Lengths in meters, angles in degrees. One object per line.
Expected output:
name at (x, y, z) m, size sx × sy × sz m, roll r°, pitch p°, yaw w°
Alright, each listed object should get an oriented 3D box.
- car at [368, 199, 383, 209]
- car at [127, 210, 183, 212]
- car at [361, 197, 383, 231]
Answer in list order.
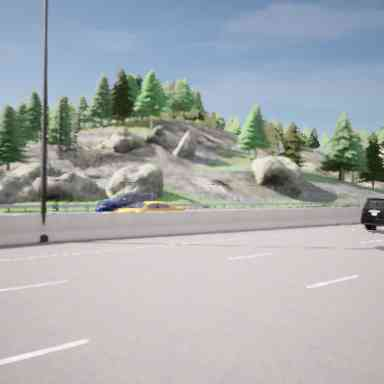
car at (29.477, 1.836, 51.091) m, size 4.181 × 1.385 × 1.994 m, roll 1°, pitch 0°, yaw -21°
car at (-2.946, 1.394, 22.981) m, size 5.008 × 1.535 × 1.882 m, roll 1°, pitch 0°, yaw -32°
car at (12.532, 1.340, 19.876) m, size 5.566 × 2.045 × 2.150 m, roll 0°, pitch 0°, yaw -29°
